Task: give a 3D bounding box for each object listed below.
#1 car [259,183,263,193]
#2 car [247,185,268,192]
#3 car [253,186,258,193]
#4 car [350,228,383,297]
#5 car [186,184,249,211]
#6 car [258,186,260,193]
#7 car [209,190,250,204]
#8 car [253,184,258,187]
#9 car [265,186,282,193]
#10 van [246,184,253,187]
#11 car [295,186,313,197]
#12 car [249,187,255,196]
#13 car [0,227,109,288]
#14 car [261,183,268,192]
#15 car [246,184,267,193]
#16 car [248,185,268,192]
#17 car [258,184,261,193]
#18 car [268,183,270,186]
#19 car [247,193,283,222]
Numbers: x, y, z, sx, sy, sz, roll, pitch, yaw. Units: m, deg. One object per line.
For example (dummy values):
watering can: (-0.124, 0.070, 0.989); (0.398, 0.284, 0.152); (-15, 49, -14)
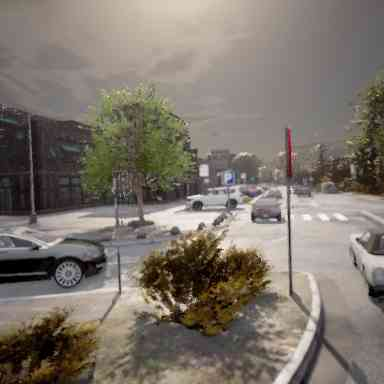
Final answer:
car: (9.363, -0.124, 58.253); (4.553, 1.767, 2.185); (-3, 1, -5)
car: (16.534, -0.795, 84.303); (4.792, 1.488, 2.163); (-3, 1, -5)
car: (6.164, 0.390, 46.676); (5.008, 1.535, 2.097); (-3, 1, -5)
car: (4.992, 1.504, 7.977); (1.895, 1.301, 4.718); (-2, 1, 20)
car: (2.185, 0.629, 32.175); (5.566, 2.045, 2.435); (-3, 1, -5)
car: (7.746, 0.236, 52.474); (4.674, 1.452, 2.002); (-3, 1, -5)
car: (4.575, 0.626, 40.892); (4.674, 1.452, 2.002); (-3, 1, -5)
car: (6.913, 0.169, 49.579); (4.553, 1.767, 2.185); (-3, 1, -5)
car: (11.882, 0.252, 47.542); (1.994, 1.385, 4.181); (-2, 1, 16)
van: (5.240, 0.268, 43.766); (4.442, 1.987, 1.878); (-3, 1, -5)
car: (17.093, -0.041, 50.691); (1.812, 1.442, 4.674); (-2, 1, 15)
car: (3.976, 0.671, 38.007); (5.366, 1.575, 1.946); (-3, 1, -5)
car: (-4.749, 1.698, 8.843); (4.902, 1.511, 2.128); (-2, 1, -13)
car: (10.947, -0.439, 64.048); (5.566, 2.045, 2.435); (-3, 1, -5)
car: (15.672, -0.858, 81.405); (4.553, 1.767, 2.185); (-3, 1, -5)
car: (17.294, -0.870, 87.196); (4.674, 1.452, 2.002); (-3, 1, -5)
car: (8.568, -0.028, 55.361); (4.553, 1.767, 2.185); (-3, 1, -5)
car: (13.330, -0.717, 72.740); (5.566, 2.045, 2.435); (-3, 1, -5)
car: (5.002, 1.071, 22.048); (1.812, 1.442, 4.674); (-1, 2, 16)
